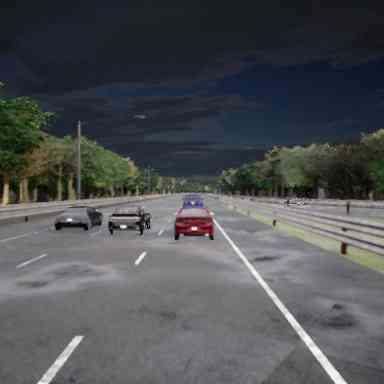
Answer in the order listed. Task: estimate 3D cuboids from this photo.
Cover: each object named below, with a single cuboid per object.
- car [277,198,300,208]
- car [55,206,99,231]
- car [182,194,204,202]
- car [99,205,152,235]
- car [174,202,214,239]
[{"bbox_3d":[15.092,1.656,51.616,1.882,1.535,5.008,0,0,-16],"label":"car"},{"bbox_3d":[-6.889,1.562,20.757,1.994,1.385,4.181,0,-1,0],"label":"car"},{"bbox_3d":[0.106,1.263,36.491,2.150,2.045,5.566,0,0,0],"label":"car"},{"bbox_3d":[-3.397,1.507,18.916,2.128,1.511,4.902,0,0,0],"label":"car"},{"bbox_3d":[0.104,1.491,17.378,1.882,1.535,5.008,0,0,0],"label":"car"}]
